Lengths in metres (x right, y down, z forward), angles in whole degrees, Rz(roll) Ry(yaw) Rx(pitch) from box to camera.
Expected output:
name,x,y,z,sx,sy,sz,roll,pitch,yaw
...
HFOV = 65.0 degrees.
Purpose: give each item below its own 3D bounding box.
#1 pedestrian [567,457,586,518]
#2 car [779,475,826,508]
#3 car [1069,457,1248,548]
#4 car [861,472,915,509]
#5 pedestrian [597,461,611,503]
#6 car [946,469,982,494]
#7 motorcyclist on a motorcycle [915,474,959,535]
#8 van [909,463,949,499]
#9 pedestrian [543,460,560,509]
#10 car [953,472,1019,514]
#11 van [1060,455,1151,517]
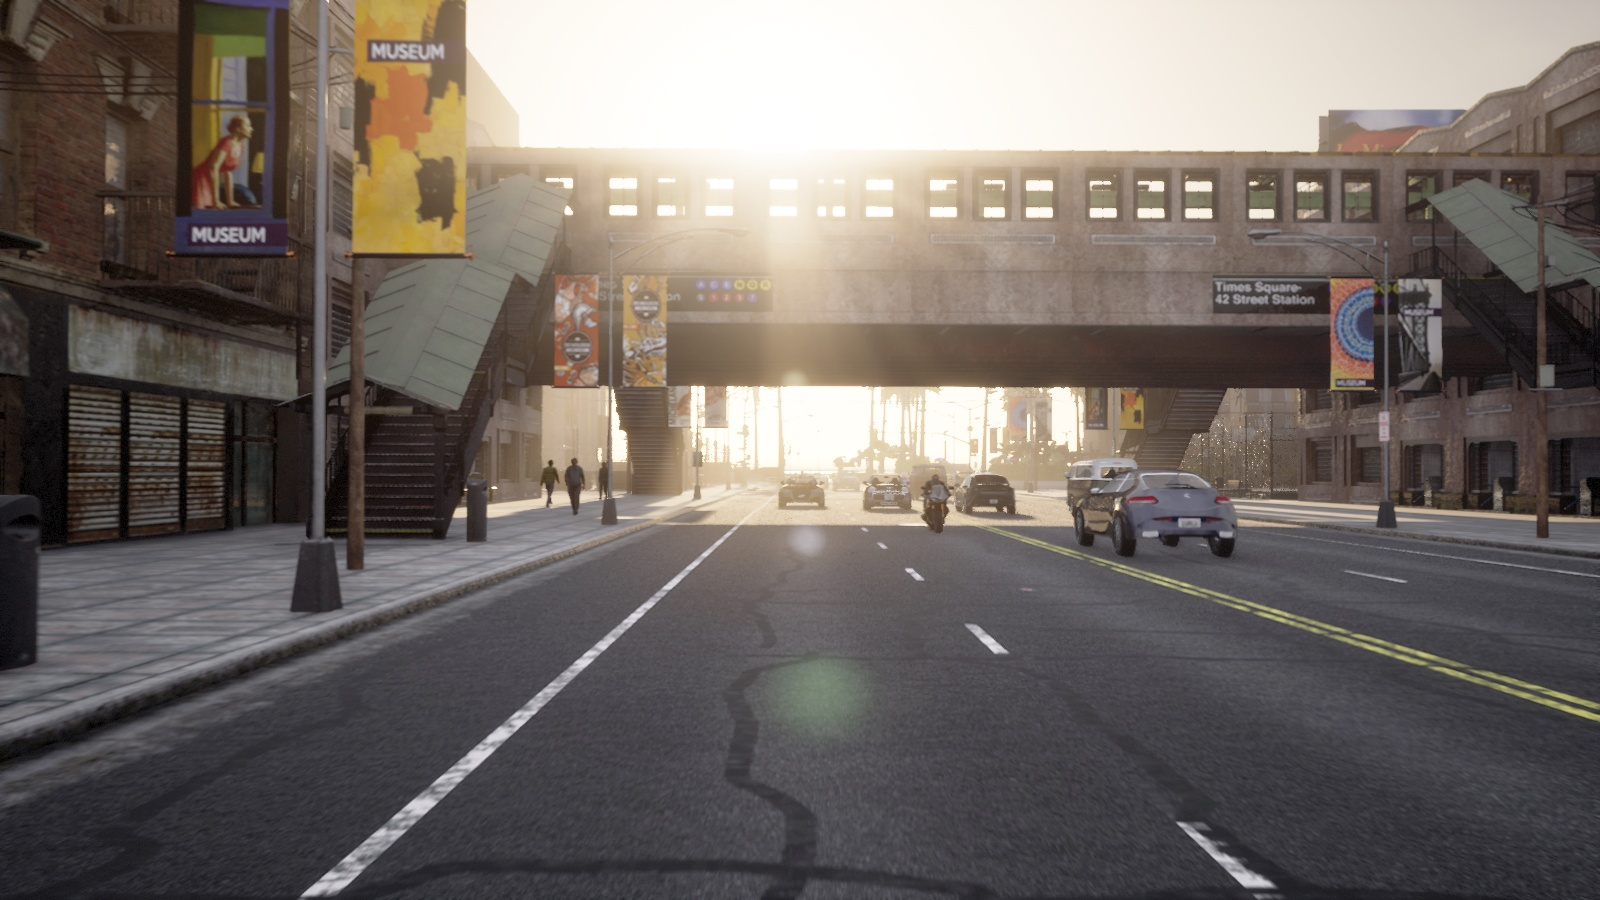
name,x,y,z,sx,sy,sz,roll,pitch,yaw
pedestrian,-6.857,1.142,38.544,0.540,1.848,0.694,0,-1,-7
car,0.129,1.801,55.150,1.994,1.385,4.181,0,-1,1
car,7.010,0.989,25.205,2.152,1.651,5.027,0,-1,0
car,3.591,1.633,51.737,1.970,1.475,3.806,0,-1,1
pedestrian,-9.043,1.477,58.048,0.423,1.949,0.788,0,-1,9
car,10.626,2.039,81.604,1.851,1.617,3.988,0,-1,1
motorcyclist on a motorcycle,3.516,1.379,32.394,0.866,1.530,2.191,0,-1,0
van,7.181,1.720,70.468,1.775,1.987,4.442,0,-1,0
pedestrian,-9.292,1.291,46.926,0.431,1.840,0.709,0,-1,4
car,7.053,1.597,48.010,1.837,1.490,4.892,0,-1,0
van,10.525,1.229,43.617,2.069,2.038,4.480,0,-1,0
